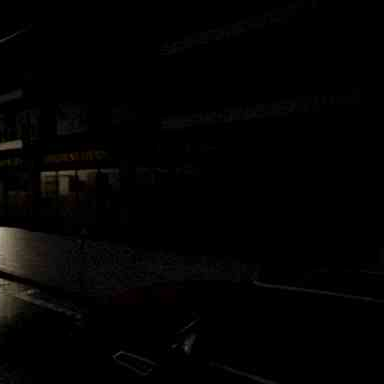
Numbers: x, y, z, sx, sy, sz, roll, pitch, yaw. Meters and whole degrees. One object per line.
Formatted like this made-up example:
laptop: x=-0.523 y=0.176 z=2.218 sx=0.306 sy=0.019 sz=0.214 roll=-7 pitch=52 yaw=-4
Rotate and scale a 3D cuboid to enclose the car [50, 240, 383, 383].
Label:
car: x=1.191 y=1.297 z=2.229 sx=5.009 sy=1.841 sz=2.192 roll=1 pitch=1 yaw=35
